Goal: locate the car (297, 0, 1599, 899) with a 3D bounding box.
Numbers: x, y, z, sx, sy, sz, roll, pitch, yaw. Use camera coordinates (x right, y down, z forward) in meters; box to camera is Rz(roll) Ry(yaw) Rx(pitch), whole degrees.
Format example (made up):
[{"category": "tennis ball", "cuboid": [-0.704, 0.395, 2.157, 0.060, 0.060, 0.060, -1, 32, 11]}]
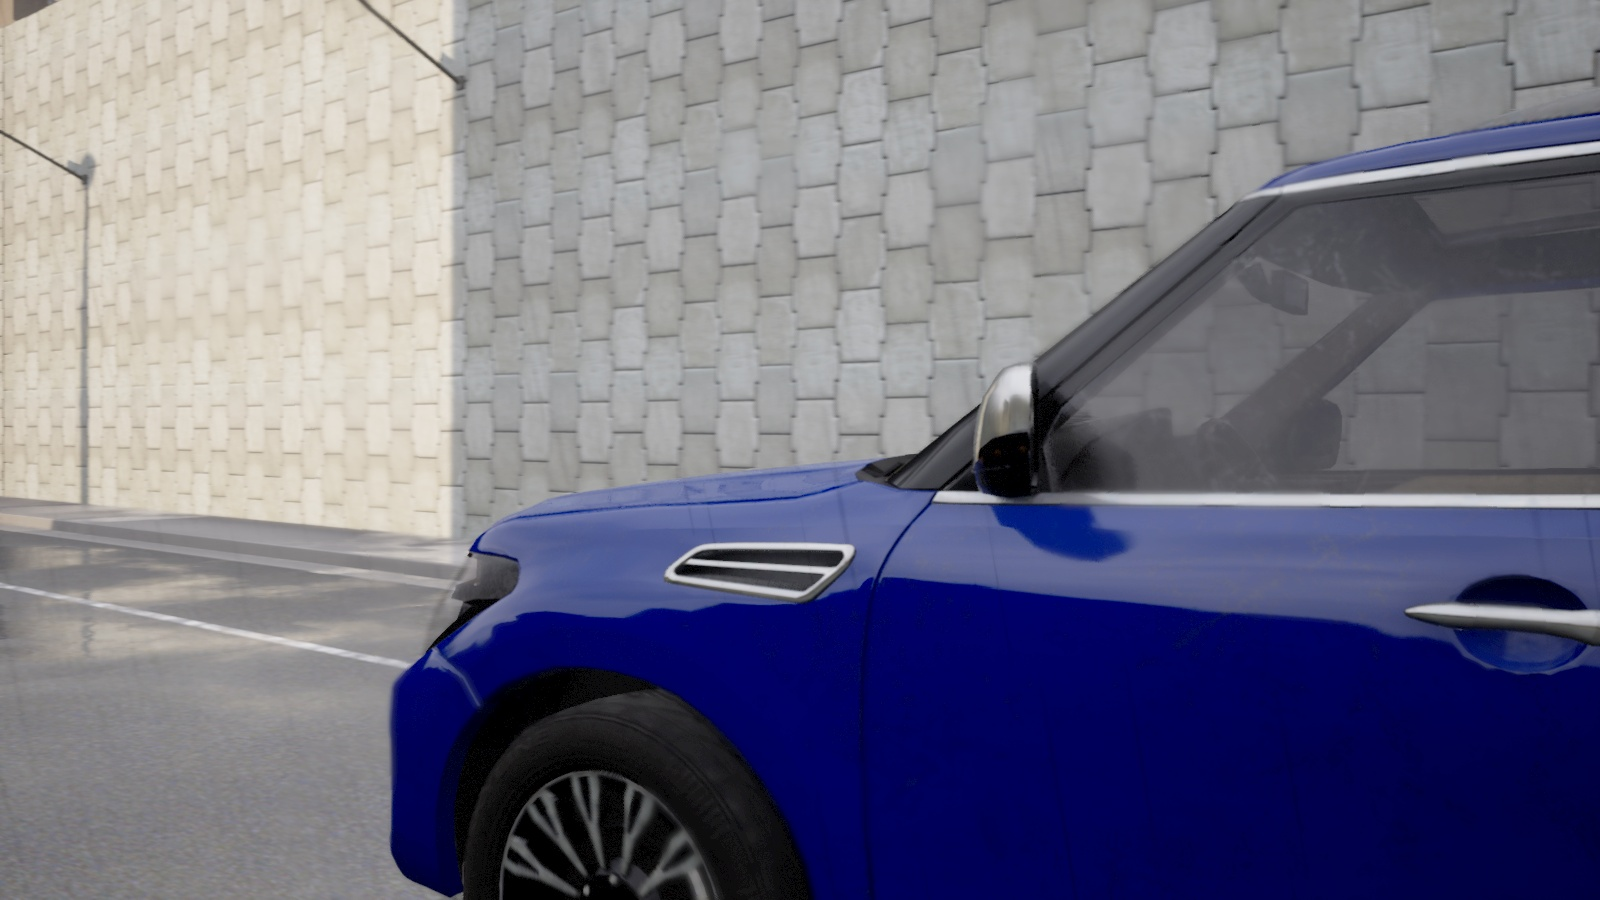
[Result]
[{"category": "car", "cuboid": [1.672, 0.396, 2.484, 5.566, 2.045, 2.150, 0, 1, 34]}]
